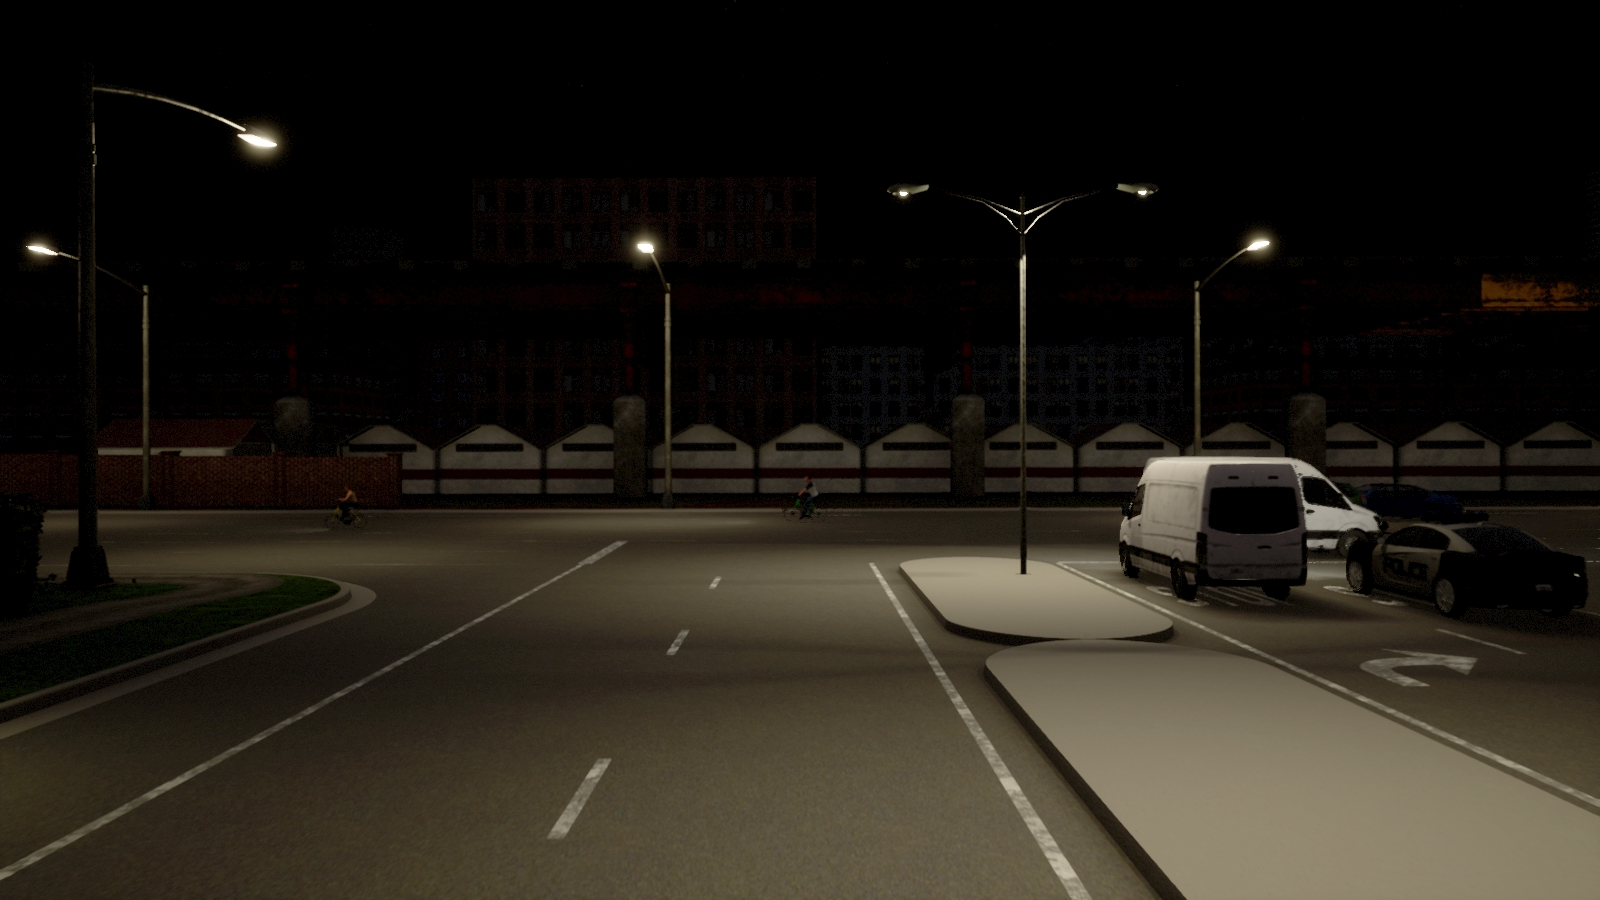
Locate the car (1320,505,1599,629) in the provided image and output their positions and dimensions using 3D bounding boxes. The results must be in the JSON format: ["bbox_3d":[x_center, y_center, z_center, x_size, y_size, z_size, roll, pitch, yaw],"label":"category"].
[{"bbox_3d":[11.385,1.920,20.118,2.097,1.638,5.238,0,0,0],"label":"car"}]

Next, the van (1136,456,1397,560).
[{"bbox_3d":[11.925,1.458,29.497,5.915,2.561,1.988,0,0,0],"label":"van"}]

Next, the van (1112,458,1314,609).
[{"bbox_3d":[8.025,1.479,22.929,1.988,2.561,5.915,0,0,1],"label":"van"}]

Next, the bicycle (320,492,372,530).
[{"bbox_3d":[-15.931,2.141,40.095,1.487,1.301,0.859,0,0,0],"label":"bicycle"}]
